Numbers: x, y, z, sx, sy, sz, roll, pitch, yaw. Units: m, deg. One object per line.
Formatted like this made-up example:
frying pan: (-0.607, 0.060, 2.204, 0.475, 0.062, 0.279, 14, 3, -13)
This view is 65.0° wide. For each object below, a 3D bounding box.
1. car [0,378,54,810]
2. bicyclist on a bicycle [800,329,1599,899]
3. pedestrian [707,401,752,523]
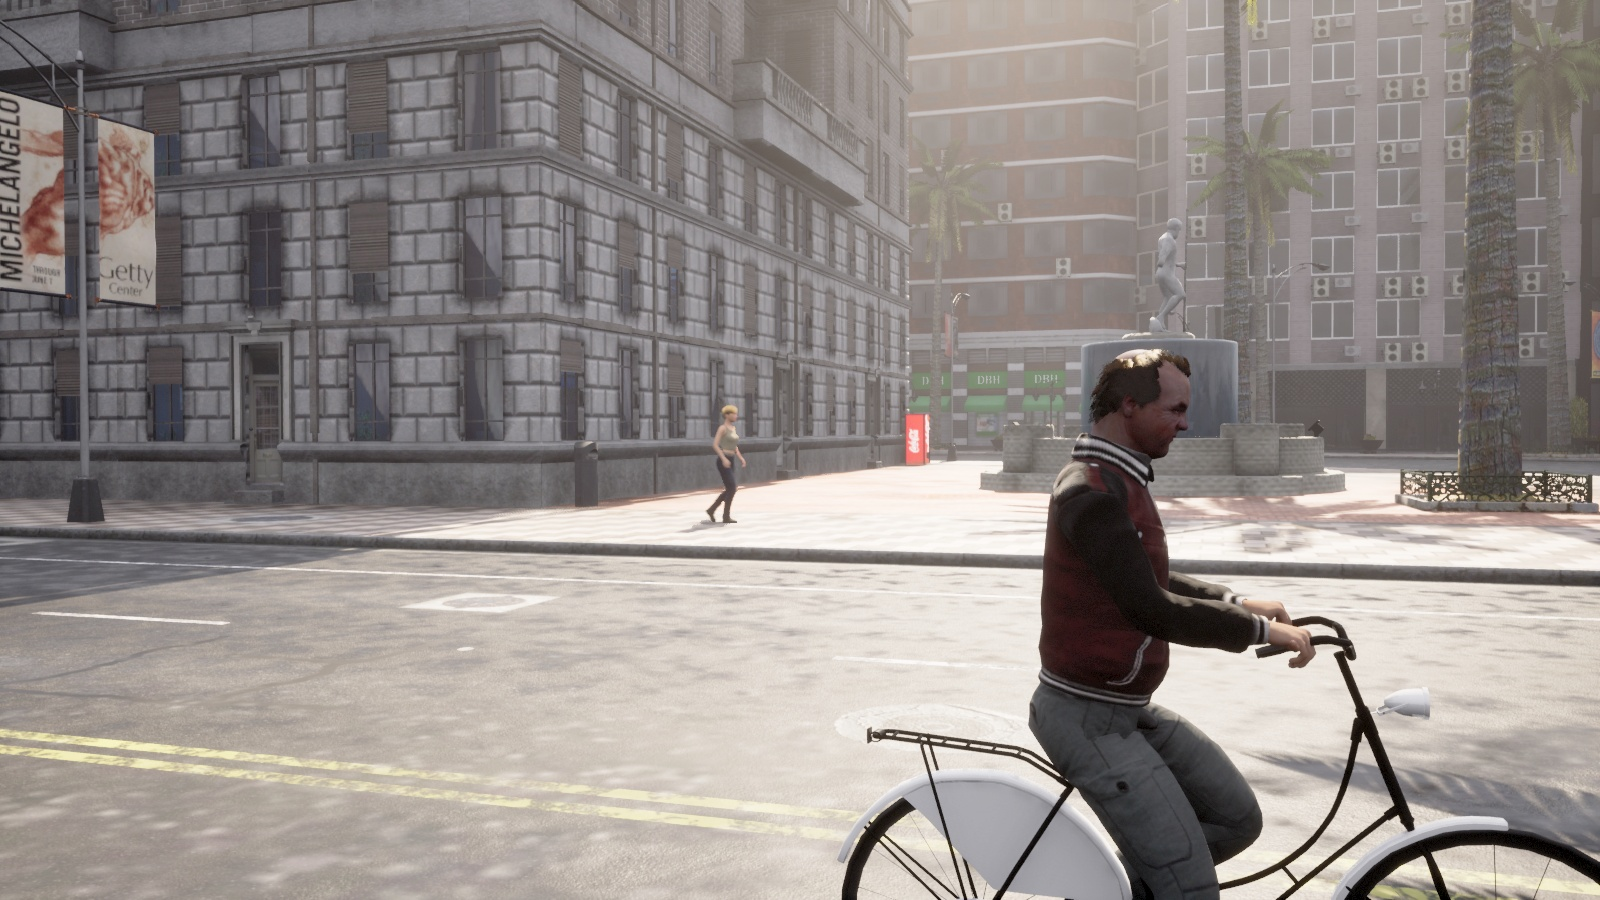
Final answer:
car: (-5.684, 0.582, 5.087, 4.553, 1.767, 2.097, 1, 1, 18)
bicyclist on a bicycle: (0.978, 0.655, 2.875, 1.843, 1.776, 0.659, 0, 1, 19)
pedestrian: (-1.072, 0.174, 19.060, 0.594, 1.836, 0.345, 1, 1, 24)
